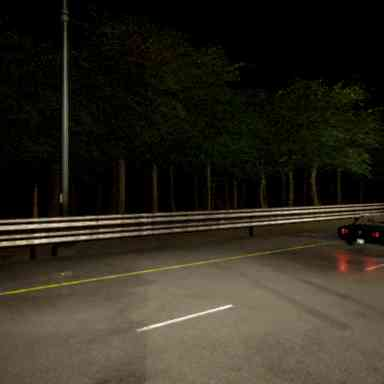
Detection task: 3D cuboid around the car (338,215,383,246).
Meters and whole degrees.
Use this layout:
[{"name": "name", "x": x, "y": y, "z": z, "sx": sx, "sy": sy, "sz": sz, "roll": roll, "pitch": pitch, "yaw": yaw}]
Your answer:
[{"name": "car", "x": 8.303, "y": 1.610, "z": 14.104, "sx": 4.718, "sy": 1.301, "sz": 1.895, "roll": 0, "pitch": 0, "yaw": -36}]
